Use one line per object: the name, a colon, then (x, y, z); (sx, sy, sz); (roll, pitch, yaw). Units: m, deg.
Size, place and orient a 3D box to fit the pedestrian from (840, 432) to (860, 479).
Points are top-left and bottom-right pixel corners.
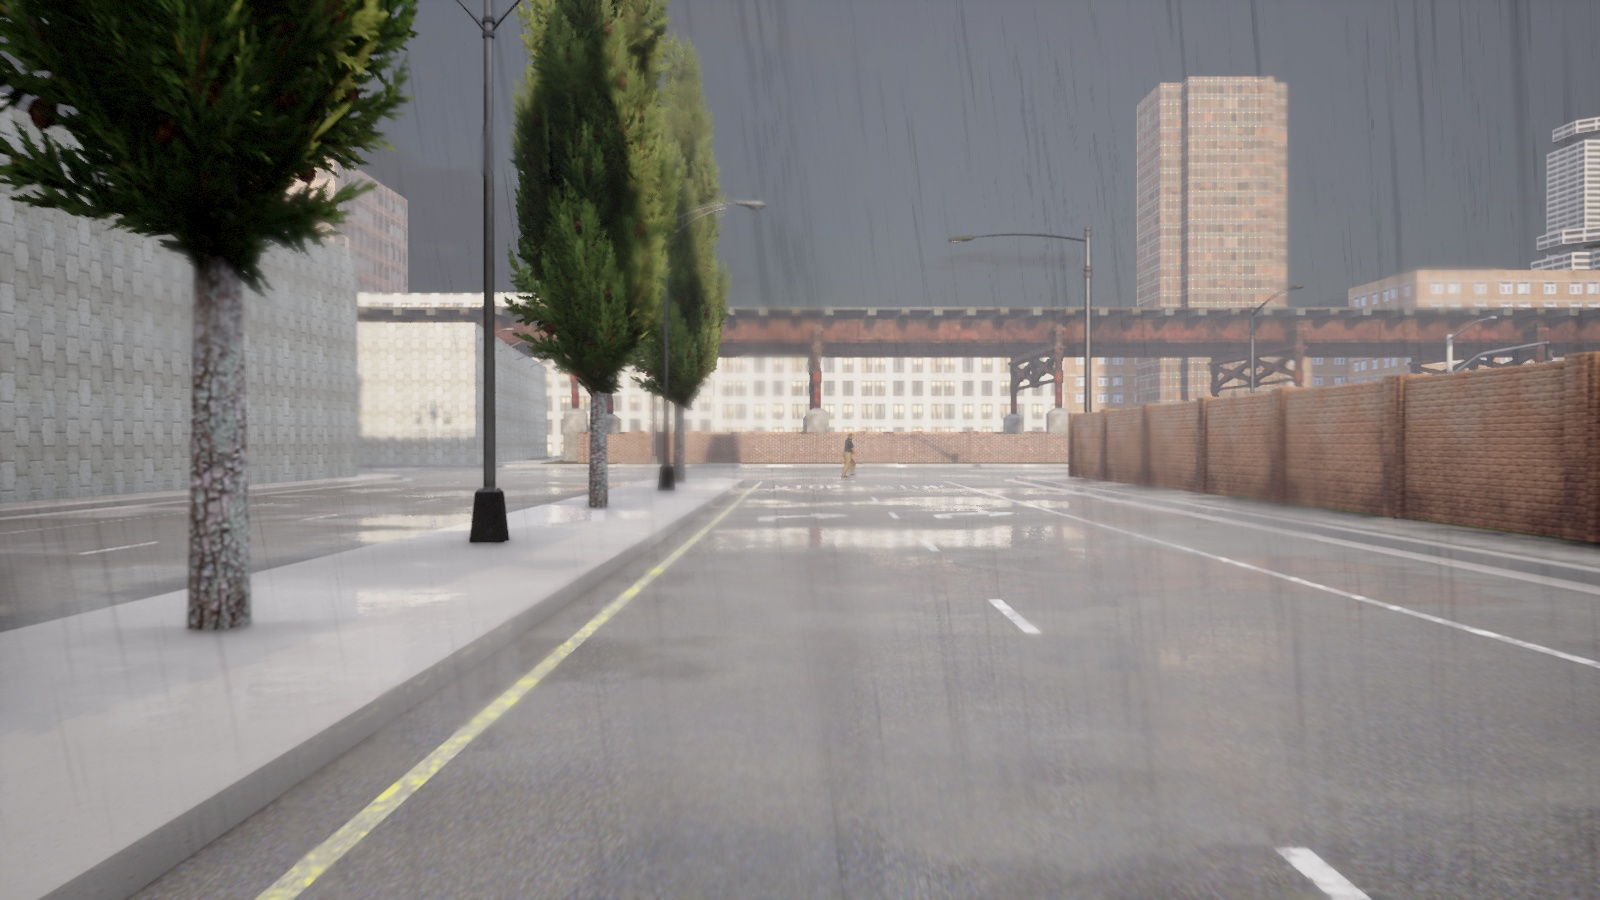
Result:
pedestrian: (1.993, 0.212, 49.929); (0.694, 1.848, 0.540); (0, 0, -11)
